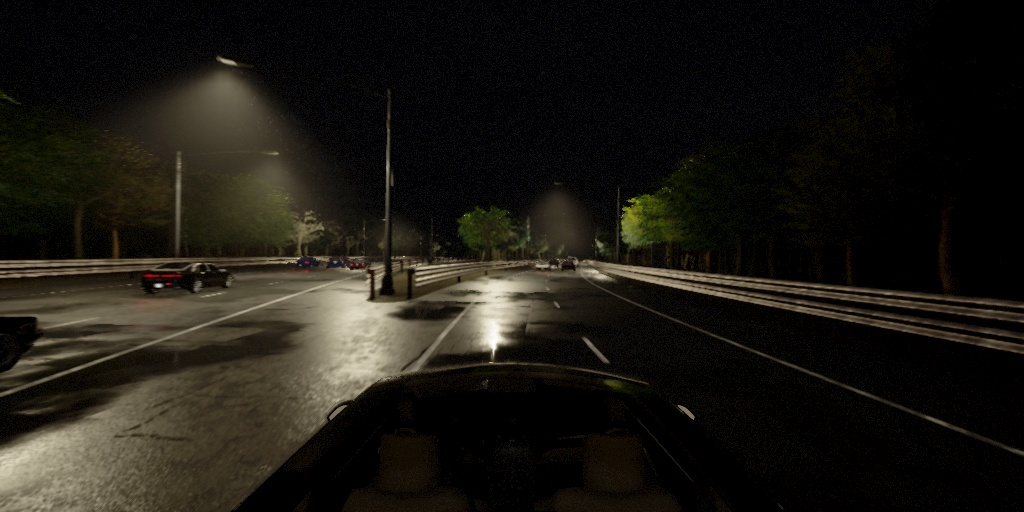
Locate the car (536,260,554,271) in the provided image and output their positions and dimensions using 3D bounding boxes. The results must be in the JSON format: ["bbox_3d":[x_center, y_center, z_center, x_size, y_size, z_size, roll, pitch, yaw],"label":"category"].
[{"bbox_3d":[4.604,1.460,51.750,1.895,1.301,4.718,1,0,11],"label":"car"}]

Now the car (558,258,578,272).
[{"bbox_3d":[8.099,1.385,51.385,1.882,1.535,5.008,1,0,11],"label":"car"}]

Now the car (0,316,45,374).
[{"bbox_3d":[-8.530,1.235,3.981,1.895,1.301,4.718,1,0,-16],"label":"car"}]

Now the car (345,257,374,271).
[{"bbox_3d":[-18.075,1.043,43.200,2.033,1.411,5.357,1,0,-11],"label":"car"}]

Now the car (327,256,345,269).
[{"bbox_3d":[-22.065,0.785,46.083,2.097,1.767,4.553,1,0,-11],"label":"car"}]

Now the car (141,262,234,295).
[{"bbox_3d":[-15.812,1.029,17.789,1.837,1.490,4.892,1,0,-14],"label":"car"}]

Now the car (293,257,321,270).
[{"bbox_3d":[-25.396,0.904,44.589,1.812,1.442,4.674,1,0,-10],"label":"car"}]
